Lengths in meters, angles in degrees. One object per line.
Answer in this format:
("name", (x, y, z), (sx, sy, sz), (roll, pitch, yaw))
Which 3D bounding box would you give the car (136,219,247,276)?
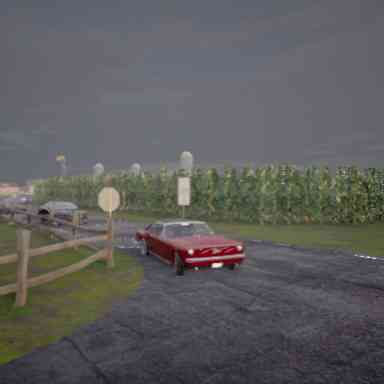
("car", (-0.268, 1.566, 10.575), (1.895, 1.301, 4.718), (0, 0, -25))

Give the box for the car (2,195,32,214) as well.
("car", (-17.079, 1.296, 31.833), (2.033, 1.411, 5.357), (0, 0, -41))

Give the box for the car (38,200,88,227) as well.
("car", (-8.556, 1.328, 21.890), (1.882, 1.535, 5.008), (0, 0, -40))
